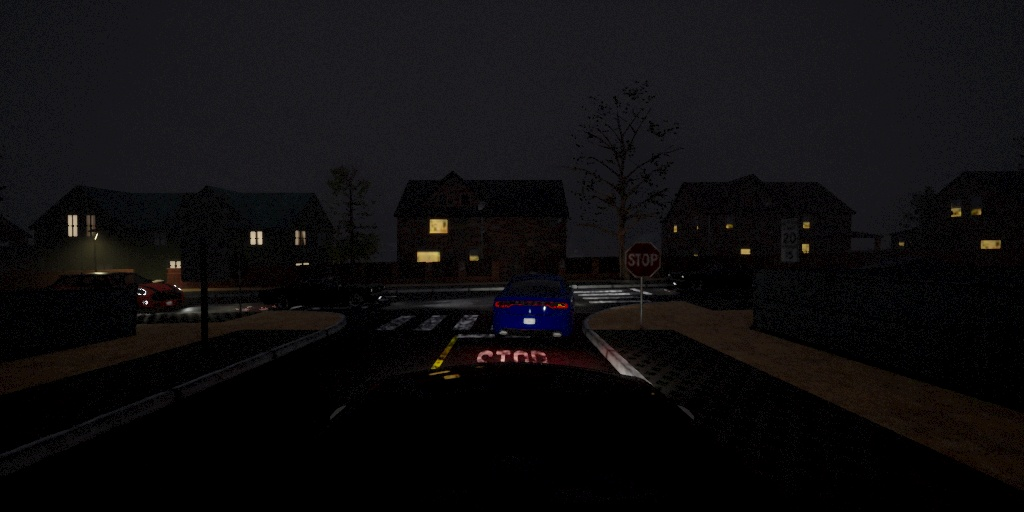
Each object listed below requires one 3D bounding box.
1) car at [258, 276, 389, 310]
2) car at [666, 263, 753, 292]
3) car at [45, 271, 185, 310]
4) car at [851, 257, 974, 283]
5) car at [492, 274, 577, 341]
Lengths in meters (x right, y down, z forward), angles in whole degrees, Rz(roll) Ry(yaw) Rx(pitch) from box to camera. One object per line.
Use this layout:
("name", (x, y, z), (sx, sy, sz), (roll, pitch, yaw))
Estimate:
("car", (-7.814, 1.506, 15.222), (4.718, 1.301, 1.895), (-1, 1, 0))
("car", (10.407, 1.034, 18.152), (4.718, 1.301, 1.895), (-1, 1, -1))
("car", (-16.802, 1.471, 15.213), (4.553, 1.767, 2.097), (-1, 1, 0))
("car", (20.053, 0.753, 18.190), (5.357, 1.411, 2.033), (-1, 1, 0))
("car", (0.784, 1.226, 10.015), (1.882, 1.535, 5.008), (0, 0, 10))
